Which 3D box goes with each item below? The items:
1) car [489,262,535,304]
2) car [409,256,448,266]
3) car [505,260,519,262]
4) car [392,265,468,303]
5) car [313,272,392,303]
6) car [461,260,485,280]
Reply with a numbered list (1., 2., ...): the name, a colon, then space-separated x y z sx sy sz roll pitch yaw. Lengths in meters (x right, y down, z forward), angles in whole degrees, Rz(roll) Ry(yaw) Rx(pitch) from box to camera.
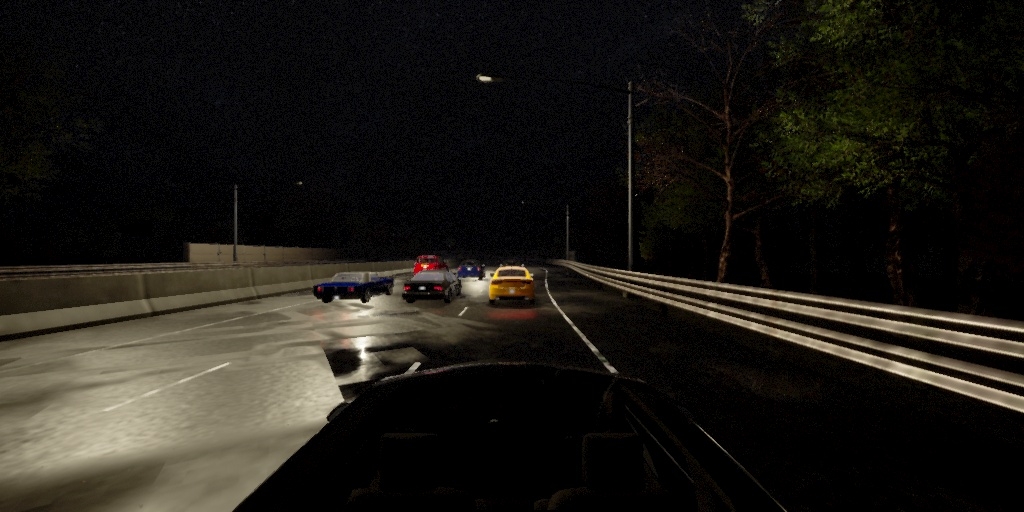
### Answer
1. car: 0.000 1.234 16.501 1.882 1.535 5.008 0 0 0
2. car: -7.000 1.017 31.532 2.150 2.045 5.566 0 0 0
3. car: 0.000 1.125 31.471 2.097 1.767 4.553 0 0 0
4. car: -3.500 1.313 16.501 2.033 1.411 5.357 0 0 0
5. car: -7.000 1.366 16.531 1.895 1.301 4.718 0 0 0
6. car: -3.500 1.125 31.471 2.097 1.767 4.553 0 0 0
